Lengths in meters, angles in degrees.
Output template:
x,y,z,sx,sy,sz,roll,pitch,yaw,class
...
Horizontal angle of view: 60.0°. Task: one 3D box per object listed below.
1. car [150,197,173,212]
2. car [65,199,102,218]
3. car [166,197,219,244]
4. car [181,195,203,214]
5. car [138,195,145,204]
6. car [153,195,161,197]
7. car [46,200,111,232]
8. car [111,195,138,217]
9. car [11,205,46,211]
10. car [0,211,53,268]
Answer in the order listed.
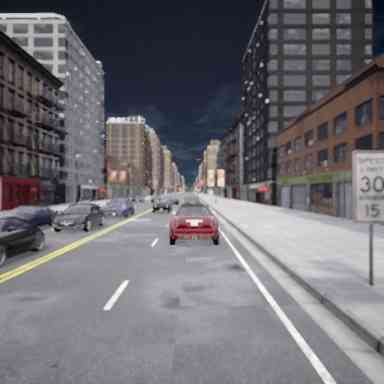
x,y,z,sx,sy,sz,roll,pitch,yaw,class
-3.159,1.492,36.406,1.895,1.301,4.718,0,0,0,car
-9.757,1.435,30.319,1.812,1.442,4.674,0,0,0,car
0.095,1.306,15.664,2.097,1.767,4.553,0,0,0,car
0.024,1.249,34.417,2.097,1.767,4.553,0,0,1,car
-9.765,1.360,61.338,1.837,1.490,4.892,0,0,0,car
-6.515,1.360,61.339,1.837,1.490,4.892,0,0,0,car
-6.535,1.446,19.785,1.837,1.490,4.892,0,0,1,car
-6.507,1.263,29.933,2.097,1.767,4.553,0,0,0,car
-9.777,1.487,20.065,2.033,1.411,5.357,0,0,1,car
-6.584,1.531,10.988,1.994,1.385,4.181,0,0,0,car
